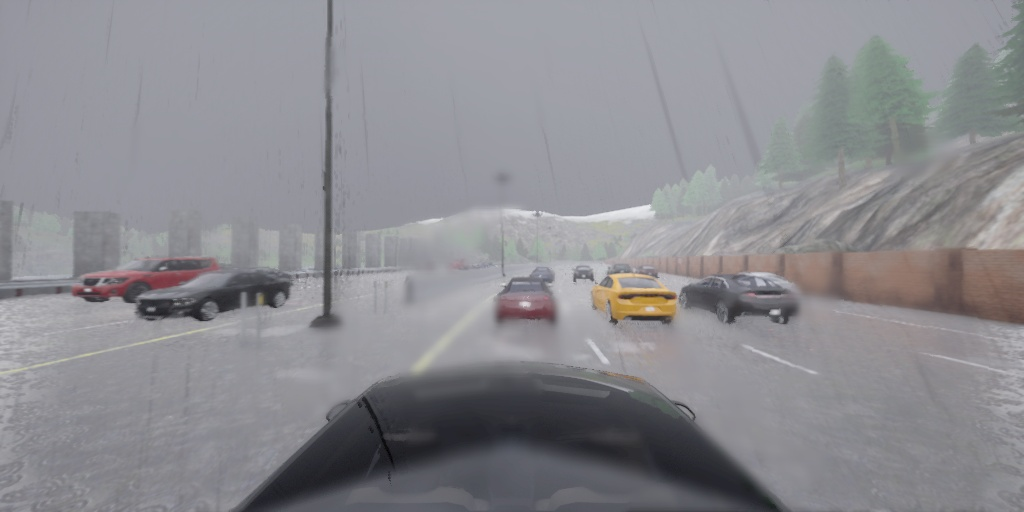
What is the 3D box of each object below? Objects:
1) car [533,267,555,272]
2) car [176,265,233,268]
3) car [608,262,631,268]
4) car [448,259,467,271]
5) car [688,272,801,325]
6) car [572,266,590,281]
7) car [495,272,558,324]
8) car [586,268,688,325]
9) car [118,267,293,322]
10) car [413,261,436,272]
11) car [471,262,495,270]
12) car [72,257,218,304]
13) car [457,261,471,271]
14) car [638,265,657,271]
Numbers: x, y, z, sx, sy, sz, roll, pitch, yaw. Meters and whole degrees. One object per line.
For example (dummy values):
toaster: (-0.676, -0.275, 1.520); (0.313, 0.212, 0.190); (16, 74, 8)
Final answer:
car: (2.705, 1.623, 31.015); (1.994, 1.385, 4.181); (0, 0, 9)
car: (-13.287, 1.354, 17.954); (2.128, 1.511, 4.902); (0, -1, 5)
car: (10.372, 1.478, 34.561); (2.097, 1.767, 4.553); (0, -1, 10)
car: (-9.309, 1.560, 62.742); (2.150, 2.045, 5.566); (0, -1, 12)
car: (7.528, 1.381, 12.431); (2.128, 1.511, 4.902); (0, -1, 4)
car: (6.744, 1.633, 34.096); (1.812, 1.442, 4.674); (0, 0, 10)
car: (0.529, 1.427, 12.548); (1.994, 1.385, 4.181); (0, -1, 3)
car: (4.015, 1.354, 12.500); (1.882, 1.535, 5.008); (0, 0, 3)
car: (-10.222, 1.300, 12.801); (1.882, 1.535, 5.008); (0, -1, 4)
car: (-14.015, 1.615, 57.421); (2.097, 1.767, 4.553); (0, -1, 12)
car: (-4.026, 1.618, 53.792); (2.097, 1.767, 4.553); (0, -1, 12)
car: (-16.911, 1.064, 17.239); (2.150, 2.045, 5.566); (0, -1, 5)
car: (-6.766, 1.860, 57.890); (1.994, 1.385, 4.181); (0, -1, 12)
car: (14.815, 1.722, 39.636); (1.812, 1.442, 4.674); (0, 0, 10)
